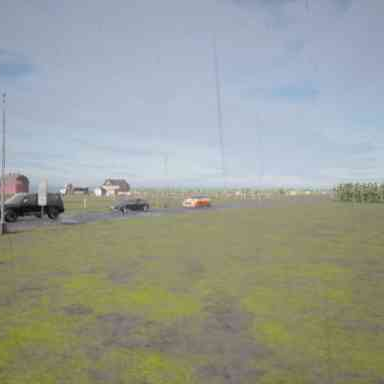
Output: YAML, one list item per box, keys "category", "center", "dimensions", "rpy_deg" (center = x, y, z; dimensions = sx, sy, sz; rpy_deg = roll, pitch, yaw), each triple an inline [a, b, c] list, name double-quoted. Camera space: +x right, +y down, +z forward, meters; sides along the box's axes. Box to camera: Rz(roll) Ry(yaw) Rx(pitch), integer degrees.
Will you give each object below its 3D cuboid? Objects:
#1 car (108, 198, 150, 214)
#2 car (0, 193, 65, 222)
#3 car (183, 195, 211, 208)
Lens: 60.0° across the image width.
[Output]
- category: "car"
  center: [-6.388, 1.361, 34.274]
  dimensions: [1.837, 1.490, 4.892]
  rpy_deg: [1, 0, 34]
- category: "car"
  center: [-12.439, 1.085, 25.212]
  dimensions: [2.150, 2.045, 5.566]
  rpy_deg: [1, 1, 33]
- category: "car"
  center: [0.697, 1.197, 44.823]
  dimensions: [2.097, 1.767, 4.553]
  rpy_deg: [1, 1, 34]
